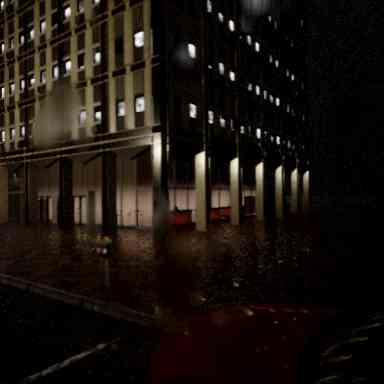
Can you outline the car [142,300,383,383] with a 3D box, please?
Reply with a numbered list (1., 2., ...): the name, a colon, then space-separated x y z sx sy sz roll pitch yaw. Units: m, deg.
1. car: 1.916 1.308 1.518 5.009 1.841 2.192 -1 -1 36
